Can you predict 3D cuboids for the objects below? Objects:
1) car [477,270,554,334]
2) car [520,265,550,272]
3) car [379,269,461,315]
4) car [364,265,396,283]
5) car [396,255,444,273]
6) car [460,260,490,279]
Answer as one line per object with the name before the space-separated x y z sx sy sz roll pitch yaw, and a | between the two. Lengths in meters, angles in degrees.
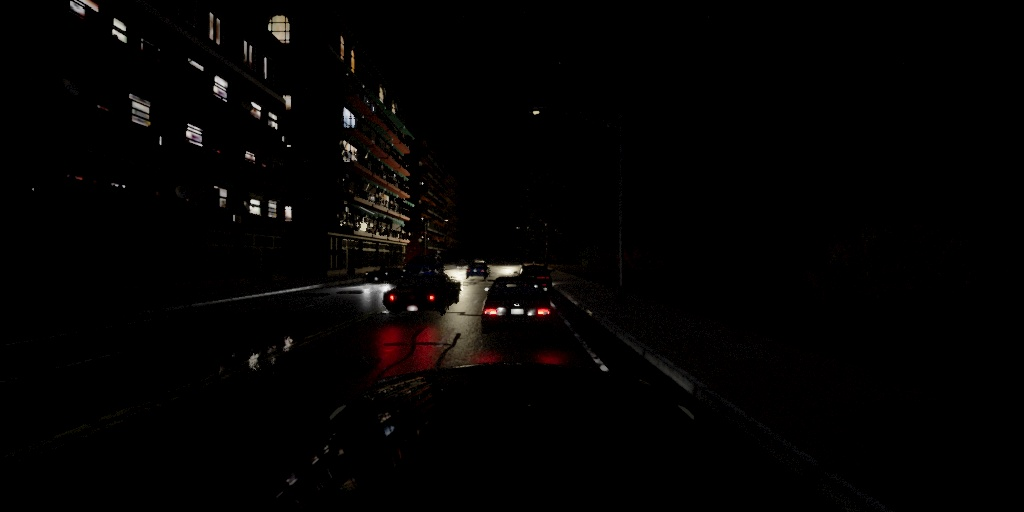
car | 0.120 1.299 10.584 2.033 1.411 5.357 0 0 0
car | 1.177 1.257 20.272 1.837 1.490 4.892 0 0 0
car | -3.125 1.352 13.533 1.895 1.301 4.718 0 0 0
car | -9.793 1.353 28.098 1.895 1.301 4.718 0 0 0
car | -6.546 0.974 26.912 2.150 2.045 5.566 0 0 0
car | -3.078 1.300 32.709 2.033 1.411 5.357 0 0 1
